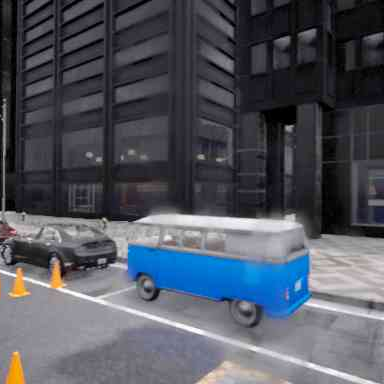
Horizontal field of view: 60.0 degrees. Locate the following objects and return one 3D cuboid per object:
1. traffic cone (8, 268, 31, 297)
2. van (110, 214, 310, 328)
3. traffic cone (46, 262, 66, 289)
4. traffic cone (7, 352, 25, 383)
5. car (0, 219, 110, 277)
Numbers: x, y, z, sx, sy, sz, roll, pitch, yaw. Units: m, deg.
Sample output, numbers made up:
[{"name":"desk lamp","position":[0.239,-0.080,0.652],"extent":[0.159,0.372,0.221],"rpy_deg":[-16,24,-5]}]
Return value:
[{"name":"traffic cone","position":[-3.873,2.005,7.478],"extent":[0.340,0.580,0.340],"rpy_deg":[0,-1,37]},{"name":"van","position":[0.354,1.410,6.886],"extent":[3.998,1.788,1.690],"rpy_deg":[0,-1,37]},{"name":"traffic cone","position":[-3.314,2.014,8.139],"extent":[0.340,0.580,0.340],"rpy_deg":[0,-1,23]},{"name":"traffic cone","position":[-1.851,1.980,3.489],"extent":[0.340,0.580,0.340],"rpy_deg":[0,-1,37]},{"name":"car","position":[-4.174,1.624,10.241],"extent":[4.403,1.369,2.008],"rpy_deg":[0,-1,37]}]
